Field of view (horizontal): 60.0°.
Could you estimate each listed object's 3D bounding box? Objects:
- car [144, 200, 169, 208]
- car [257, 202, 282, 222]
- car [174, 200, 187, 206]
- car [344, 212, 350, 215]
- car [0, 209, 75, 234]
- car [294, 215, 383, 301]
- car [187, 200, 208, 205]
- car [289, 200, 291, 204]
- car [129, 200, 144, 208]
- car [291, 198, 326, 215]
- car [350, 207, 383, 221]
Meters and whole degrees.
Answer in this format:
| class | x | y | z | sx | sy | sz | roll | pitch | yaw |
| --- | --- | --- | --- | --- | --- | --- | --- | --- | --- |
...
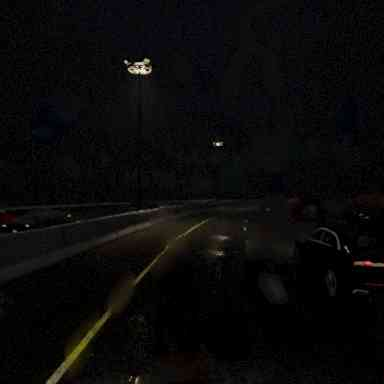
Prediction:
| class | x | y | z | sx | sy | sz | roll | pitch | yaw |
| --- | --- | --- | --- | --- | --- | --- | --- | --- | --- |
| car | -6.079 | 2.164 | 60.596 | 2.033 | 1.411 | 5.357 | 0 | -1 | 21 |
| car | 7.013 | 1.686 | 30.386 | 2.097 | 1.767 | 4.553 | 0 | -1 | 12 |
| car | -1.734 | 2.206 | 62.029 | 1.994 | 1.385 | 4.181 | 0 | -1 | 22 |
| car | 13.043 | 1.842 | 25.125 | 2.033 | 1.411 | 5.357 | 0 | -1 | 10 |
| car | -9.137 | 1.739 | 20.381 | 2.033 | 1.411 | 5.357 | 0 | -1 | 7 |
| car | 3.983 | 1.591 | 8.500 | 2.128 | 1.511 | 4.902 | 0 | -1 | 3 |
| car | 1.409 | 2.126 | 60.474 | 2.128 | 1.511 | 4.902 | 0 | -1 | 22 |
| car | 27.585 | 2.452 | 89.250 | 1.801 | 1.575 | 5.366 | 0 | -1 | 35 |
| car | -9.561 | 2.163 | 61.244 | 2.033 | 1.411 | 5.357 | 0 | -1 | 21 |
| car | 10.416 | 1.558 | 29.747 | 2.150 | 2.045 | 5.566 | 0 | -1 | 12 |
| car | 7.670 | 1.358 | 11.287 | 2.150 | 2.045 | 5.566 | 0 | -1 | 5 |
